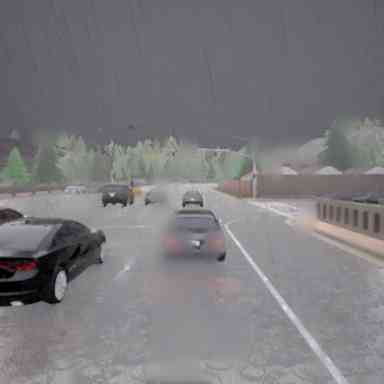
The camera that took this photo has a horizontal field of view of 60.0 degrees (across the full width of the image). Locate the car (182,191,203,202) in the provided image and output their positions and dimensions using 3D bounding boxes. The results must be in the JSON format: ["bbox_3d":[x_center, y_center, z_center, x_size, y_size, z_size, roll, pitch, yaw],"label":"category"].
[{"bbox_3d":[0.066,0.611,32.990,1.994,1.385,4.181,0,2,0],"label":"car"}]

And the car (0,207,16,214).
[{"bbox_3d":[-6.932,1.219,11.376,1.882,1.535,5.008,0,2,0],"label":"car"}]

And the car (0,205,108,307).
[{"bbox_3d":[-3.447,1.329,7.846,1.882,1.535,5.008,0,2,0],"label":"car"}]

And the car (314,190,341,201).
[{"bbox_3d":[16.096,0.499,35.883,5.357,1.411,2.033,0,2,2],"label":"car"}]

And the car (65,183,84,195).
[{"bbox_3d":[-21.076,-0.610,60.248,2.150,2.045,5.566,0,2,1],"label":"car"}]

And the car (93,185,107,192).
[{"bbox_3d":[-21.065,-0.849,76.276,1.837,1.490,4.892,0,2,0],"label":"car"}]

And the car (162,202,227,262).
[{"bbox_3d":[0.071,1.300,11.078,2.033,1.411,5.357,0,2,0],"label":"car"}]

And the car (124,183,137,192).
[{"bbox_3d":[-14.066,-1.128,76.337,2.150,2.045,5.566,0,2,0],"label":"car"}]

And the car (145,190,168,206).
[{"bbox_3d":[-3.434,0.555,32.511,2.128,1.511,4.902,0,2,0],"label":"car"}]

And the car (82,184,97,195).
[{"bbox_3d":[-17.584,-0.347,60.475,2.128,1.511,4.902,0,2,1],"label":"car"}]

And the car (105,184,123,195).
[{"bbox_3d":[-14.088,-0.489,60.535,2.097,1.767,4.553,0,2,1],"label":"car"}]

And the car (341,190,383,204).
[{"bbox_3d":[17.845,0.614,32.321,5.357,1.411,2.033,0,2,2],"label":"car"}]

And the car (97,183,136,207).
[{"bbox_3d":[-6.932,0.317,31.553,2.150,2.045,5.566,0,2,0],"label":"car"}]
